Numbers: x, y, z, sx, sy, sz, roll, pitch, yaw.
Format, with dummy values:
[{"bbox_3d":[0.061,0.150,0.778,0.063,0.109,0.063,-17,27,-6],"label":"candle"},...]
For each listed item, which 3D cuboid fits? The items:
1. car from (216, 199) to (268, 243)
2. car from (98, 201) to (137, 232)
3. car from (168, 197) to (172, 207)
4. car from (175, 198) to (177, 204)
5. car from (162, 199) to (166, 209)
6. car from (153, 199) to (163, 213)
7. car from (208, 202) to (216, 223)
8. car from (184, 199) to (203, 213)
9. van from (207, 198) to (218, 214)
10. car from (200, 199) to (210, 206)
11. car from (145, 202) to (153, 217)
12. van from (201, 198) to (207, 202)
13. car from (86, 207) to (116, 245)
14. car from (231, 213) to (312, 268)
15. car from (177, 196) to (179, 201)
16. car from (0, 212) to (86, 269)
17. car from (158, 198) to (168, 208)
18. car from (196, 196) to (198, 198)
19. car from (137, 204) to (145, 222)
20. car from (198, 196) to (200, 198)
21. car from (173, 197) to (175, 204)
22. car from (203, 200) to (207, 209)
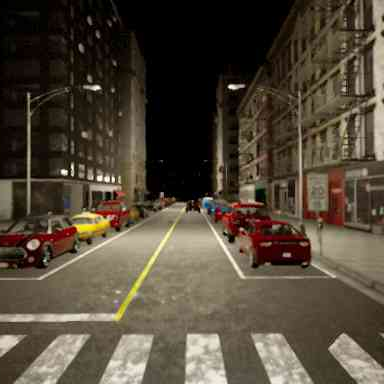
[{"bbox_3d":[2.642,1.461,16.875,2.192,1.841,5.009,0,-1,0],"label":"car"},{"bbox_3d":[-5.380,1.560,22.288,2.192,1.841,5.009,0,-1,0],"label":"car"},{"bbox_3d":[-5.356,1.927,60.153,2.192,1.841,5.009,0,-1,0],"label":"car"},{"bbox_3d":[-5.342,2.346,81.617,1.752,1.417,4.829,0,-1,0],"label":"car"},{"bbox_3d":[-5.361,2.074,49.332,1.947,1.339,4.313,0,-1,0],"label":"car"},{"bbox_3d":[-5.365,2.007,43.924,2.008,1.369,4.403,0,-1,0],"label":"car"},{"bbox_3d":[2.650,1.798,27.691,1.887,1.381,4.507,0,-1,0],"label":"car"},{"bbox_3d":[0.115,1.936,42.397,1.812,1.442,4.674,0,-1,0],"label":"car"},{"bbox_3d":[2.652,1.647,33.103,1.690,1.788,3.998,0,-1,0],"label":"van"},{"bbox_3d":[2.677,2.216,70.964,1.887,1.381,4.507,0,-1,0],"label":"car"},{"bbox_3d":[-5.371,1.917,33.105,1.947,1.339,4.313,0,-1,0],"label":"car"},{"bbox_3d":[2.666,1.856,54.739,1.690,1.788,3.998,0,-1,0],"label":"van"},{"bbox_3d":[-5.382,1.715,16.707,1.752,1.417,4.829,0,-1,0],"label":"car"},{"bbox_3d":[2.640,1.637,11.463,1.887,1.381,4.507,0,-1,0],"label":"car"},{"bbox_3d":[-5.339,2.190,87.199,2.192,1.841,5.009,0,-1,0],"label":"car"},{"bbox_3d":[-5.386,1.578,11.469,1.967,1.590,4.097,0,-1,0],"label":"car"},{"bbox_3d":[-5.358,2.142,54.742,1.802,1.307,4.206,0,-1,0],"label":"car"},{"bbox_3d":[2.686,2.270,87.193,1.967,1.590,4.097,0,-1,0],"label":"car"},{"bbox_3d":[-5.375,1.822,27.526,1.752,1.417,4.829,0,-1,0],"label":"car"},{"bbox_3d":[2.673,2.059,65.556,1.967,1.590,4.097,0,-1,0],"label":"car"},{"bbox_3d":[-5.349,2.157,70.970,1.967,1.590,4.097,0,-1,0],"label":"car"},{"bbox_3d":[2.657,1.924,38.510,1.947,1.339,4.313,0,-1,0],"label":"car"}]
